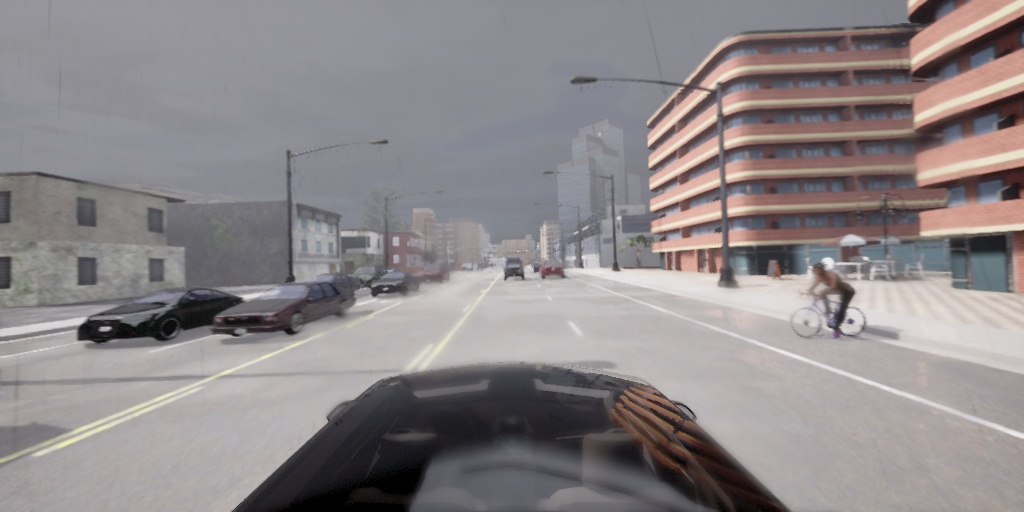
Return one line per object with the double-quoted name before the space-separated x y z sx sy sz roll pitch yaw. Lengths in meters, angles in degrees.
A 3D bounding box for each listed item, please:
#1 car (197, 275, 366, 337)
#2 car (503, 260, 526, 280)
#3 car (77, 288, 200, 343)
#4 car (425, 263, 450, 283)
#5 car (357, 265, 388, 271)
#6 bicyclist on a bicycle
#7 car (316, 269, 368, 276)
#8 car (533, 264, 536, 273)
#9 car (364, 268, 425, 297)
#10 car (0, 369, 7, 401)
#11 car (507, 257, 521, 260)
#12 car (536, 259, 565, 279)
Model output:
"car" -7.108 1.599 12.028 2.033 1.411 5.357 -2 0 0
"car" 0.212 1.390 33.172 1.837 1.490 4.892 -2 0 1
"car" -10.614 1.728 11.355 1.994 1.385 4.181 -2 0 0
"car" -6.907 1.465 31.945 2.097 1.767 4.553 -2 0 1
"car" -10.405 1.481 26.020 2.097 1.767 4.553 -2 0 0
"bicyclist on a bicycle" 6.909 0.987 7.847 1.656 1.620 0.582 -1 0 0
"car" -10.534 1.741 20.608 2.033 1.411 5.357 -2 0 0
"car" 3.820 1.446 47.333 1.994 1.385 4.181 -2 -1 1
"car" -7.021 1.647 21.923 1.994 1.385 4.181 -2 0 1
"car" -7.199 1.481 2.276 2.128 1.511 4.902 -2 0 0
"car" 0.293 1.205 46.355 2.150 2.045 5.566 -2 -1 1
"car" 3.666 1.124 33.494 2.097 1.767 4.553 -2 0 1
